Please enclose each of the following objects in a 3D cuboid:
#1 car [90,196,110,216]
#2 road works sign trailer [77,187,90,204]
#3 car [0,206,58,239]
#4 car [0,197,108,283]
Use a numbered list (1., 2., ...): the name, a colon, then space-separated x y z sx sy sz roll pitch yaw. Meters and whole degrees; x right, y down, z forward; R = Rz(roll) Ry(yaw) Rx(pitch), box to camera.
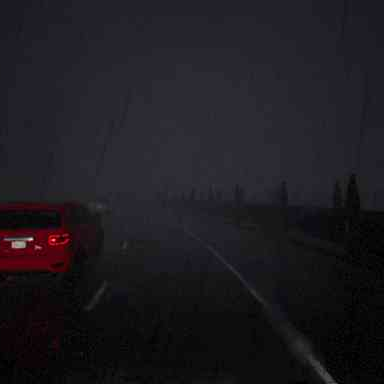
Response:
1. car: -9.734 1.414 34.189 2.150 2.045 5.566 0 0 -20
2. road works sign trailer: -20.320 0.817 61.945 2.380 3.560 2.880 0 0 -38
3. car: -9.136 1.621 19.093 1.837 1.490 4.892 0 0 -11
4. car: -4.138 1.281 10.061 2.150 2.045 5.566 0 0 -6
